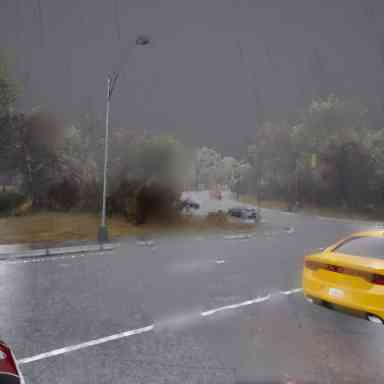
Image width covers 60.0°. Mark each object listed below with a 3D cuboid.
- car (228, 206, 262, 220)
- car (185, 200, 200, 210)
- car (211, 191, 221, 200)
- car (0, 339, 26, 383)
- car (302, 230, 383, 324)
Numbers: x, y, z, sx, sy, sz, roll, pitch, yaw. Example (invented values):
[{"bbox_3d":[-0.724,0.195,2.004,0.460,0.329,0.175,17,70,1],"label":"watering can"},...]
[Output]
[{"bbox_3d":[5.332,2.118,33.979,1.994,1.385,4.181,3,-1,-23],"label":"car"},{"bbox_3d":[-0.209,1.873,49.486,1.895,1.301,4.718,2,1,-15],"label":"car"},{"bbox_3d":[5.740,0.746,79.003,2.150,2.045,5.566,2,2,-1],"label":"car"},{"bbox_3d":[-3.190,1.353,1.475,4.553,1.767,2.097,0,0,-35],"label":"car"},{"bbox_3d":[4.400,1.543,6.895,5.008,1.535,1.882,1,-1,-35],"label":"car"}]
